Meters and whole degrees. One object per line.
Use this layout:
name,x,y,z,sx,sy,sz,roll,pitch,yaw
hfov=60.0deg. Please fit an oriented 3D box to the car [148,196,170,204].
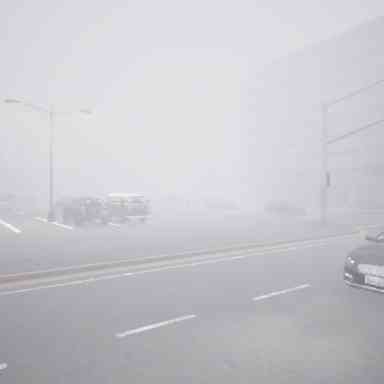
car,-6.924,1.603,69.406,2.033,1.411,5.357,0,0,-35

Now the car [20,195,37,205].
car,-27.204,1.209,55.403,1.932,1.855,4.605,0,0,-35

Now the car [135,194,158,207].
car,-8.853,1.547,66.074,2.128,1.511,4.902,0,0,-35

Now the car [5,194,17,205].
car,-29.599,1.212,53.777,1.905,1.878,3.866,0,0,-35

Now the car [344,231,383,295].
car,5.591,1.491,8.012,4.902,1.511,2.128,0,0,-36

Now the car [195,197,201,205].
car,2.291,1.408,56.465,2.097,1.767,4.553,0,0,-35

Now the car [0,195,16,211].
car,-21.730,1.451,37.950,1.970,1.475,3.806,0,0,-35

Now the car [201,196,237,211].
car,3.622,1.407,42.191,2.097,1.767,4.553,0,0,-35

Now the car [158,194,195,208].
car,-2.474,1.277,50.768,2.150,2.045,5.566,0,0,-36

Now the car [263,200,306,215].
car,9.380,1.581,34.131,1.812,1.442,4.674,0,0,-36

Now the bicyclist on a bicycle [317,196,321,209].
bicyclist on a bicycle,16.592,1.356,42.905,1.656,1.620,0.582,0,0,-35
